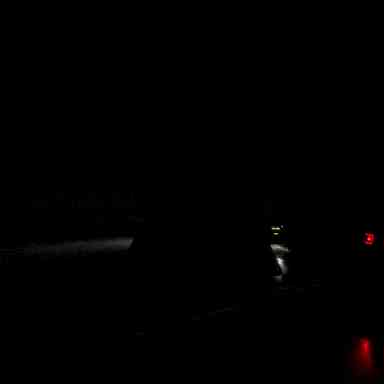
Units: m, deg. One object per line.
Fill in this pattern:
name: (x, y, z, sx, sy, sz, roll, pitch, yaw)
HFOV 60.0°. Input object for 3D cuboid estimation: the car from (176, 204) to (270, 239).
car: (1.749, 1.489, 18.141, 4.902, 1.511, 2.128, 0, 0, -36)

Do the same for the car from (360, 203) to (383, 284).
car: (6.472, 1.219, 8.366, 5.566, 2.045, 2.150, 0, 0, -36)

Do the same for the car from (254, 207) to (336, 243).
car: (5.099, 1.502, 16.232, 4.892, 1.490, 1.837, 0, 0, -36)
